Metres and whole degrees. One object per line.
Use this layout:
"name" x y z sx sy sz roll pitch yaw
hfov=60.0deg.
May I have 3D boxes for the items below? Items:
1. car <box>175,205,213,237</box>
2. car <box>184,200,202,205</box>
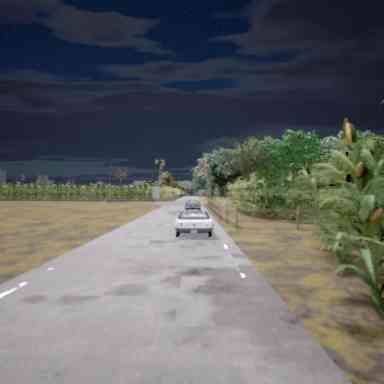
"car" 0.099 1.603 18.116 1.895 1.301 4.718 0 0 0
"car" 0.102 1.555 37.144 2.033 1.411 5.357 0 0 0
